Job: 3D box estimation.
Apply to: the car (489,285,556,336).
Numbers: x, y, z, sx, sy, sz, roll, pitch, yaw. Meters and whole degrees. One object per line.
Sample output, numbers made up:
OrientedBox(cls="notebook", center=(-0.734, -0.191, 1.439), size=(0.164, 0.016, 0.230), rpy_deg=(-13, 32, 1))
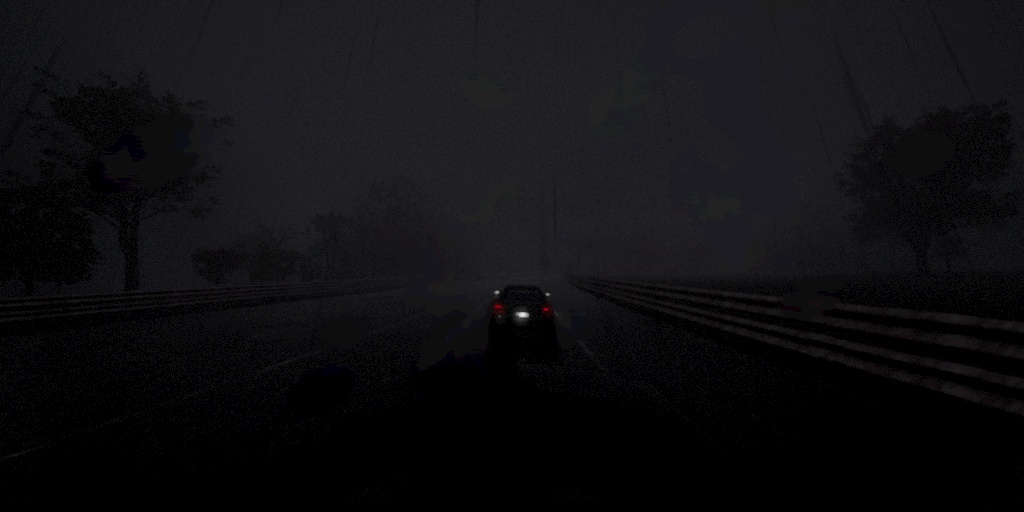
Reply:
OrientedBox(cls="car", center=(0.336, 1.649, 11.809), size=(1.994, 1.385, 4.181), rpy_deg=(2, -2, 1))
